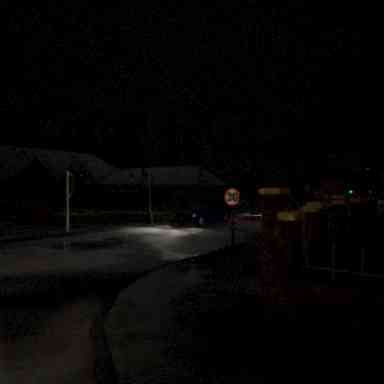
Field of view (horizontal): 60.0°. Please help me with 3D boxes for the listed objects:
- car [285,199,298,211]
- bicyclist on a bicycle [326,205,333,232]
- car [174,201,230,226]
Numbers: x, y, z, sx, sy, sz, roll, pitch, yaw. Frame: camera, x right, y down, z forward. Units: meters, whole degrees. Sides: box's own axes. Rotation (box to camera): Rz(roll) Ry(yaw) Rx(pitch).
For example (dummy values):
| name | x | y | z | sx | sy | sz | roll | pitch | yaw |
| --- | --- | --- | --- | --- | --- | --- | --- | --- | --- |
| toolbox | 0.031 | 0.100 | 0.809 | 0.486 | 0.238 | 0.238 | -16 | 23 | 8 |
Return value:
| name | x | y | z | sx | sy | sz | roll | pitch | yaw |
| --- | --- | --- | --- | --- | --- | --- | --- | --- | --- |
| car | 9.433 | 1.456 | 34.708 | 2.033 | 1.411 | 5.357 | 1 | 0 | 36 |
| bicyclist on a bicycle | 6.776 | 1.320 | 16.661 | 1.656 | 1.620 | 0.582 | 0 | 0 | 36 |
| car | 0.793 | 1.384 | 22.725 | 1.882 | 1.535 | 5.008 | 1 | 0 | 36 |
